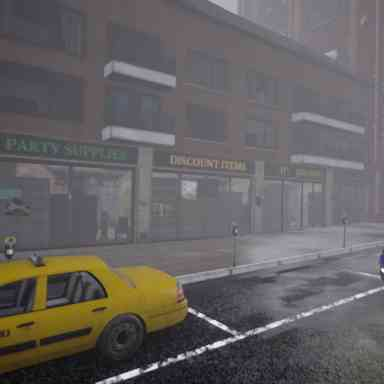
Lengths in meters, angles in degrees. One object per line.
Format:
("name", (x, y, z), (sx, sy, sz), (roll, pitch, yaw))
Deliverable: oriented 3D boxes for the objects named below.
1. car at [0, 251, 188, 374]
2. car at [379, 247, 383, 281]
("car", (-2.348, 1.526, 4.400), (4.829, 1.417, 1.752), (0, 2, -35))
("car", (6.656, 1.227, 7.783), (5.566, 2.045, 2.150), (0, 0, -35))
